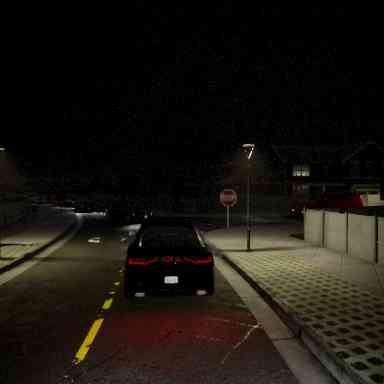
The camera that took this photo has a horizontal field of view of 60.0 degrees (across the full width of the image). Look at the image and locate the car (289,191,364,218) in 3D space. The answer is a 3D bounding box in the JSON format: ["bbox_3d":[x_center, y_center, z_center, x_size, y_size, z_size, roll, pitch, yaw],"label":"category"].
[{"bbox_3d":[10.461,0.994,25.847,5.566,2.045,2.150,-1,0,-9],"label":"car"}]

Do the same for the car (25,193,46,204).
[{"bbox_3d":[-29.168,1.212,61.644,2.150,2.045,5.566,0,0,-45],"label":"car"}]

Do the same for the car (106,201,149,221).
[{"bbox_3d":[-4.723,1.485,24.815,1.837,1.490,4.892,0,0,-40],"label":"car"}]

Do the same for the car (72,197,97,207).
[{"bbox_3d":[-16.571,1.509,51.021,2.033,1.411,5.357,0,0,-35],"label":"car"}]

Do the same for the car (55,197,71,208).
[{"bbox_3d":[-18.816,1.451,48.977,1.882,1.535,5.008,0,0,-34],"label":"car"}]

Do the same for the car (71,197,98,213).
[{"bbox_3d":[-11.971,1.496,37.298,1.812,1.442,4.674,0,0,-27],"label":"car"}]

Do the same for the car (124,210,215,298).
[{"bbox_3d":[-0.636,1.474,8.626,1.882,1.535,5.008,0,0,-6],"label":"car"}]
